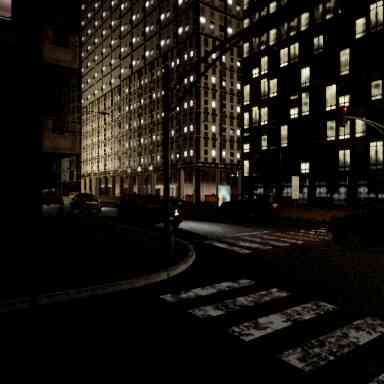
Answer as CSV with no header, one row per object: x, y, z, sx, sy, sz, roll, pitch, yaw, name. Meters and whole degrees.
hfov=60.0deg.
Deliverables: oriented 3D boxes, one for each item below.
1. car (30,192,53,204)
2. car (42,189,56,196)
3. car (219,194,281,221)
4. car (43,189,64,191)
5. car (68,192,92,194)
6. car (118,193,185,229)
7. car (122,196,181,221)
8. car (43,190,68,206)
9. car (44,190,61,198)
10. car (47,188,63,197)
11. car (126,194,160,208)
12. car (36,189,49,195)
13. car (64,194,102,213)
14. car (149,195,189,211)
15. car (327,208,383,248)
-18.898,0.753,41.738,1.802,1.307,4.206,2,0,-36,car
-31.770,0.097,73.625,1.887,1.381,4.507,1,0,-36,car
4.178,1.027,24.315,2.192,1.841,5.009,1,0,-36,car
-20.781,0.579,48.861,1.812,1.442,4.674,0,1,-36,car
-11.457,0.853,35.915,1.837,1.490,4.892,0,1,-36,car
-2.557,1.008,19.330,2.192,1.841,5.009,2,0,-36,car
-3.073,1.109,24.403,2.128,1.511,4.902,0,1,-36,car
-15.631,0.827,37.257,2.008,1.369,4.403,2,0,-36,car
-25.516,0.382,60.618,1.994,1.385,4.181,0,1,-36,car
-28.500,0.099,69.141,1.967,1.590,4.097,1,0,-36,car
-5.631,0.966,37.764,1.947,1.339,4.313,1,0,-36,car
-35.038,-0.010,78.107,1.887,1.381,4.507,1,0,-36,car
-9.098,1.067,28.294,1.802,1.307,4.206,2,0,-36,car
-2.363,1.070,33.281,1.947,1.339,4.313,1,0,-36,car
7.809,1.423,12.671,4.892,1.490,1.837,1,2,31,car
